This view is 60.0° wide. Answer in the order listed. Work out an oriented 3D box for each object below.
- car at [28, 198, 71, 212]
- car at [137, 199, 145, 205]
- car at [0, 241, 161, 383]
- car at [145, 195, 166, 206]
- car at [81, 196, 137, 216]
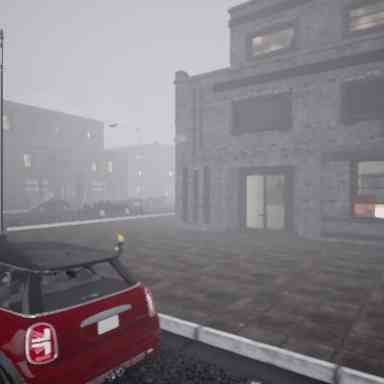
[{"bbox_3d":[-14.055,1.268,32.981,1.802,1.307,4.206,1,1,35],"label":"car"},{"bbox_3d":[-8.423,1.170,41.079,2.008,1.369,4.403,1,1,35],"label":"car"},{"bbox_3d":[-2.461,1.412,4.650,4.097,1.590,1.967,0,0,36],"label":"car"},{"bbox_3d":[-5.269,1.147,45.616,1.947,1.339,4.313,1,1,35],"label":"car"},{"bbox_3d":[-7.174,1.269,28.196,1.887,1.381,4.507,1,1,35],"label":"car"}]
